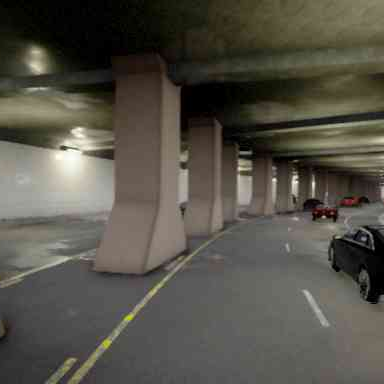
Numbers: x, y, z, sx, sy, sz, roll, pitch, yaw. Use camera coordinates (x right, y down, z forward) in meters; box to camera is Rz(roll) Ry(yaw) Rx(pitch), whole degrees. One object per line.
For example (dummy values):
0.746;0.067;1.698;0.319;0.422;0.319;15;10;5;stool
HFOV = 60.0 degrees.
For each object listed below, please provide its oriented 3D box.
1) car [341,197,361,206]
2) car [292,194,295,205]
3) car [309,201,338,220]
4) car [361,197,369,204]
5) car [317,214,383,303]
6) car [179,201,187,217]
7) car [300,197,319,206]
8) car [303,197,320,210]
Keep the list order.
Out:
29.292;1.669;61.806;2.097;1.767;4.553;1;0;36;car
18.085;1.429;63.972;2.150;2.045;5.566;1;0;36;car
11.626;1.739;28.878;1.895;1.301;4.718;1;0;26;car
38.138;1.854;74.032;1.837;1.490;4.892;1;0;36;car
4.739;1.549;8.162;2.128;1.511;4.902;1;0;10;car
-0.362;1.508;28.179;1.812;1.442;4.674;1;0;23;car
22.918;1.768;64.678;2.128;1.511;4.902;1;0;36;car
17.074;1.706;46.745;1.837;1.490;4.892;1;0;36;car
